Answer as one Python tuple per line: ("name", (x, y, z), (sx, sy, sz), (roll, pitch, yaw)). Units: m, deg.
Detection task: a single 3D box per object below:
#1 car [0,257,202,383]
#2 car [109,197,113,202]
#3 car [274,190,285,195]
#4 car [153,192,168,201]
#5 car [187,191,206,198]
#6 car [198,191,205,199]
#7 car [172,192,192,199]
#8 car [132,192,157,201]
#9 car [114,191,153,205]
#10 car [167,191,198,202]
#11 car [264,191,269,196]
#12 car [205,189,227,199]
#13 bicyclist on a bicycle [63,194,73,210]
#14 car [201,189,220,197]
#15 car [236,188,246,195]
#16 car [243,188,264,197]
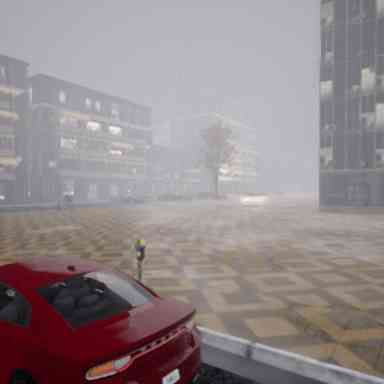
("car", (-2.004, 1.541, 4.297), (4.507, 1.381, 1.887), (0, 1, 36))
("car", (-11.558, 0.881, 54.446), (1.947, 1.339, 4.313), (2, 2, 35))
("car", (23.904, 0.055, 90.840), (1.967, 1.590, 4.097), (2, 2, 35))
("car", (-3.663, 0.756, 55.792), (1.882, 1.535, 5.008), (1, 1, 35))
("car", (1.046, 0.497, 72.605), (1.752, 1.417, 4.829), (2, 2, 35))
("car", (2.913, 0.603, 65.336), (1.837, 1.490, 4.892), (1, 1, 35))
("car", (-2.033, 0.621, 68.171), (1.947, 1.339, 4.313), (2, 2, 35))
("car", (-8.383, 0.779, 59.020), (2.008, 1.369, 4.403), (2, 2, 35))
("car", (-7.849, 1.027, 45.092), (2.008, 1.369, 4.403), (2, 2, 35))
("car", (-1.499, 0.853, 54.242), (2.008, 1.369, 4.403), (2, 2, 35))
("car", (17.552, 0.336, 81.692), (2.008, 1.369, 4.403), (2, 2, 35))
("car", (4.949, 0.652, 63.532), (1.752, 1.417, 4.829), (2, 2, 35))
("bicyclist on a bicycle", (-12.428, 0.996, 33.340), (1.656, 1.620, 0.582), (0, 1, 35))
("car", (4.321, 0.198, 77.315), (2.192, 1.841, 5.009), (2, 2, 35))
("car", (13.846, -0.059, 91.039), (2.192, 1.841, 5.009), (2, 2, 35))
("car", (14.378, 0.422, 77.119), (2.008, 1.369, 4.403), (2, 2, 35))
